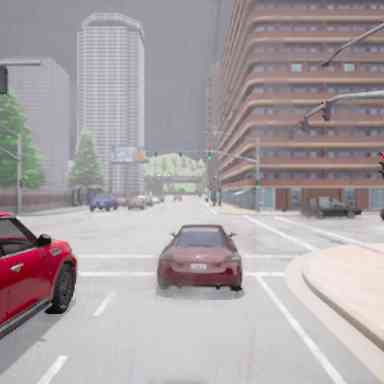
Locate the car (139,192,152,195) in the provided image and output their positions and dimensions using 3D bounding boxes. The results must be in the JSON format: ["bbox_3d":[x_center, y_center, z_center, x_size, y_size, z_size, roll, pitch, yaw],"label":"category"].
[{"bbox_3d":[-10.498,1.246,70.947,2.150,2.045,5.566,0,0,0],"label":"car"}]

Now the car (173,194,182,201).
[{"bbox_3d":[-3.498,1.378,82.501,2.097,1.767,4.553,0,0,0],"label":"car"}]

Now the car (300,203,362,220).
[{"bbox_3d":[11.423,1.553,27.505,4.718,1.301,1.895,0,0,-12],"label":"car"}]

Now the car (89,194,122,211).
[{"bbox_3d":[-10.575,1.233,40.231,2.150,2.045,5.566,0,0,2],"label":"car"}]

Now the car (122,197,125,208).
[{"bbox_3d":[-10.589,1.540,49.986,1.812,1.442,4.674,0,0,0],"label":"car"}]

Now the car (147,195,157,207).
[{"bbox_3d":[-7.087,1.541,51.942,1.812,1.442,4.674,0,0,0],"label":"car"}]

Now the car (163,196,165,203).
[{"bbox_3d":[-6.998,1.519,72.643,1.837,1.490,4.892,0,0,0],"label":"car"}]

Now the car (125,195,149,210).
[{"bbox_3d":[-7.081,1.538,43.085,1.812,1.442,4.674,0,0,-1],"label":"car"}]

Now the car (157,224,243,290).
[{"bbox_3d":[0.291,1.567,9.129,1.994,1.385,4.181,0,0,4],"label":"car"}]

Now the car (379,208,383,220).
[{"bbox_3d":[16.578,1.428,25.233,5.008,1.535,1.882,0,0,-20],"label":"car"}]

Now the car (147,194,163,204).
[{"bbox_3d":[-7.032,1.543,62.205,1.812,1.442,4.674,0,0,0],"label":"car"}]

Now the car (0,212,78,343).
[{"bbox_3d":[-3.414,1.222,4.421,2.150,2.045,5.566,0,0,1],"label":"car"}]
